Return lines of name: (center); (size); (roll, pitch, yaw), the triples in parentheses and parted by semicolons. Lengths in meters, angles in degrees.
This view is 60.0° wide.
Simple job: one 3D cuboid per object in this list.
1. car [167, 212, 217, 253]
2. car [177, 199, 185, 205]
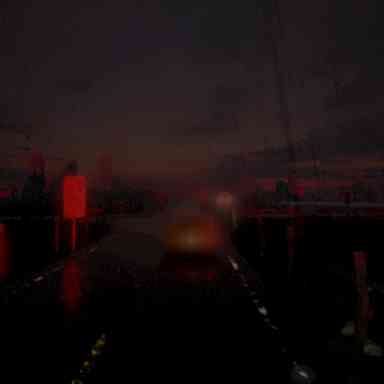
car: (0.005, 1.625, 14.481); (1.882, 1.535, 5.008); (0, 0, 0)
car: (-2.711, 2.504, 84.188); (2.033, 1.411, 5.357); (0, -1, 0)
